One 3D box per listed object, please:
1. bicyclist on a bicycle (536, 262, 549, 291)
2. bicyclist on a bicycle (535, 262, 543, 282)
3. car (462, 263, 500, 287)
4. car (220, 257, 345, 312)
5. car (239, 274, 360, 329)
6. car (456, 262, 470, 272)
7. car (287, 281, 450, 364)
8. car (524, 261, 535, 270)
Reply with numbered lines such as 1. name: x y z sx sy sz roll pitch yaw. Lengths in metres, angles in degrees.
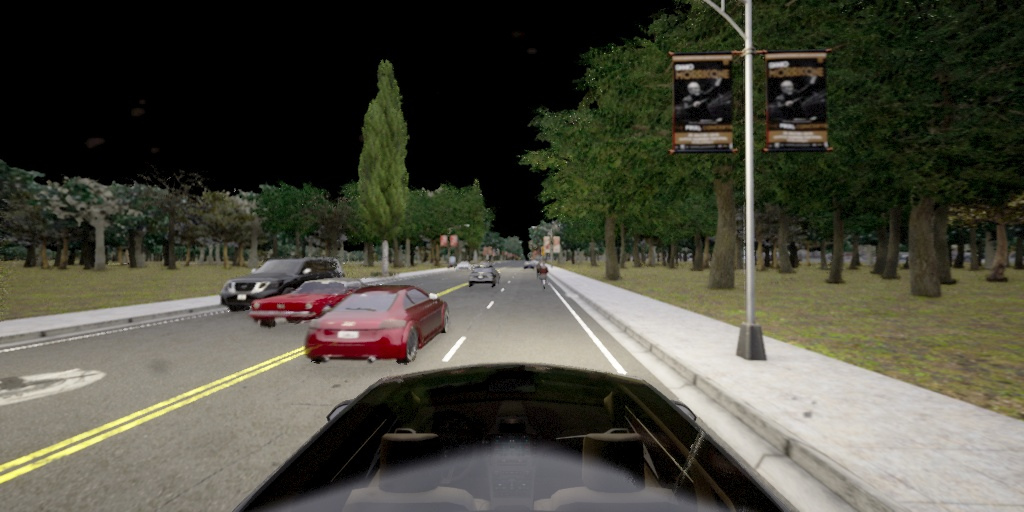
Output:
1. bicyclist on a bicycle: 1.886 1.241 21.458 0.659 1.776 1.843 0 0 3
2. bicyclist on a bicycle: 2.346 1.385 31.403 0.582 1.620 1.656 0 -1 3
3. car: -1.945 1.456 26.112 2.033 1.411 5.357 0 0 3
4. car: -9.164 1.076 15.093 2.150 2.045 5.566 0 0 3
5. car: -6.065 1.428 11.763 1.895 1.301 4.718 0 0 3
6. car: -7.313 1.628 54.873 1.812 1.442 4.674 0 -1 3
7. car: -2.771 1.362 8.273 1.994 1.385 4.181 0 0 3
8. car: 2.987 1.729 62.418 1.895 1.301 4.718 0 0 3
